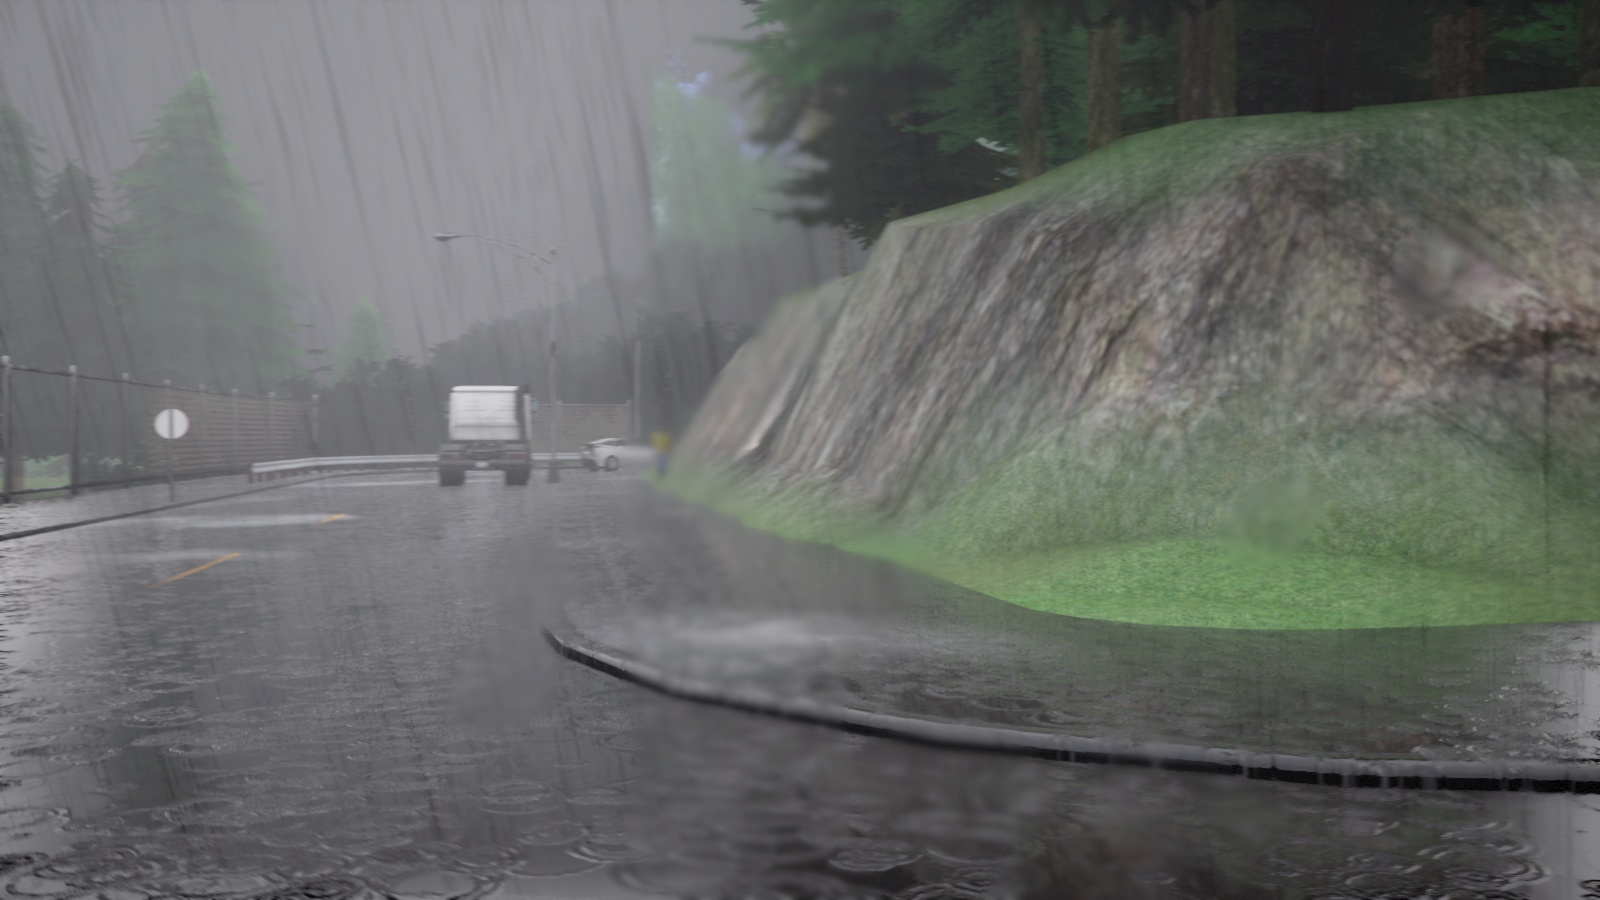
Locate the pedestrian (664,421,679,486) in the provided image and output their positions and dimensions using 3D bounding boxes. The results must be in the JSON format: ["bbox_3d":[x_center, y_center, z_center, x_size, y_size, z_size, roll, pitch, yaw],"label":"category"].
[{"bbox_3d":[-3.677,0.100,35.917,0.354,1.836,0.706,0,1,-10],"label":"pedestrian"}]

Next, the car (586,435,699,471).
[{"bbox_3d":[-6.912,0.096,55.251,4.514,1.525,2.007,0,1,-34],"label":"car"}]

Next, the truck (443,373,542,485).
[{"bbox_3d":[-10.360,-0.707,42.978,2.891,3.462,7.936,0,1,-11],"label":"truck"}]
